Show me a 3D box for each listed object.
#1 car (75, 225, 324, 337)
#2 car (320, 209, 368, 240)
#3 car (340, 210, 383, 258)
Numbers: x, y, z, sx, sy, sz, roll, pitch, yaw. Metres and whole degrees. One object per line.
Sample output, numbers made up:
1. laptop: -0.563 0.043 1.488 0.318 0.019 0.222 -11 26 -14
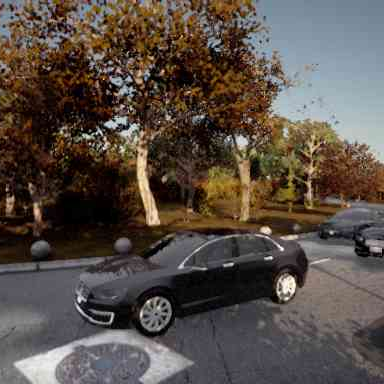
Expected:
1. car: 0.232 1.506 6.681 4.892 1.490 1.837 0 0 -32
2. car: 8.124 1.619 16.615 4.892 1.490 1.837 1 0 -41
3. car: 7.693 1.569 12.048 4.902 1.511 2.128 1 0 -40
